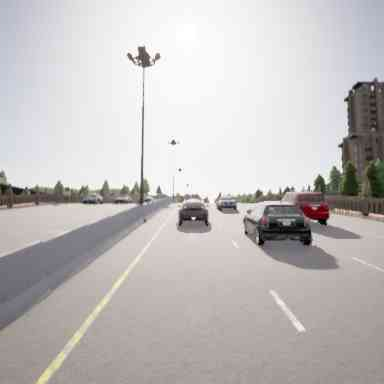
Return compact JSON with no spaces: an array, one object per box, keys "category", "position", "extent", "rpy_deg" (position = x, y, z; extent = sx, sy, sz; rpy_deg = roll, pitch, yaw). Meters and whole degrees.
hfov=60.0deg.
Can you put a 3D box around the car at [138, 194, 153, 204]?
[{"category":"car","position":[-7.002,1.088,50.681],"extent":[2.128,1.511,4.902],"rpy_deg":[0,-1,0]}]

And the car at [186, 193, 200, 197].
[{"category":"car","position":[0.104,0.946,38.823],"extent":[2.097,1.767,4.553],"rpy_deg":[0,1,0]}]

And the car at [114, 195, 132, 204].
[{"category":"car","position":[-10.498,1.150,51.006],"extent":[2.033,1.411,5.357],"rpy_deg":[0,-1,0]}]

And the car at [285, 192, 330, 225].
[{"category":"car","position":[7.103,1.000,21.947],"extent":[2.150,2.045,5.566],"rpy_deg":[0,1,0]}]

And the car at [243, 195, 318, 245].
[{"category":"car","position":[3.602,1.205,14.774],"extent":[2.097,1.767,4.553],"rpy_deg":[0,1,0]}]

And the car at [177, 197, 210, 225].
[{"category":"car","position":[0.102,1.279,21.993],"extent":[1.837,1.490,4.892],"rpy_deg":[0,0,0]}]

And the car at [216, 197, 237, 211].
[{"category":"car","position":[3.605,1.181,35.111],"extent":[2.033,1.411,5.357],"rpy_deg":[0,1,0]}]

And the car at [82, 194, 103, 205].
[{"category":"car","position":[-14.037,1.053,47.250],"extent":[1.837,1.490,4.892],"rpy_deg":[0,-1,1]}]
